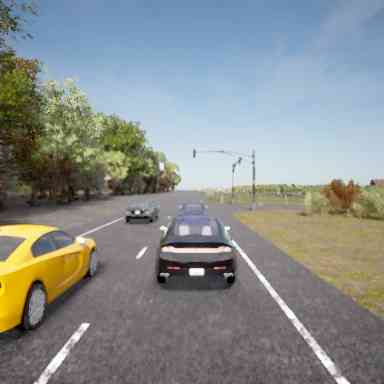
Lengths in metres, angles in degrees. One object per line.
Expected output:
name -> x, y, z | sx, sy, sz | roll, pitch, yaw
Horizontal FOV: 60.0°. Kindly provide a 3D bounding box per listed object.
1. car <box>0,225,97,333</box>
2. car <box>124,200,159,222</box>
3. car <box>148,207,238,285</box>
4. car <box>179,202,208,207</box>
car -> -3.404, 1.403, 6.731 | 1.882, 1.535, 5.008 | 0, 0, 0
car -> -3.408, 1.293, 23.301 | 2.033, 1.411, 5.357 | 0, 1, 0
car -> 0.096, 1.390, 9.185 | 2.128, 1.511, 4.902 | 0, 1, 0
car -> 0.092, 1.334, 21.115 | 1.994, 1.385, 4.181 | 0, 1, 0
